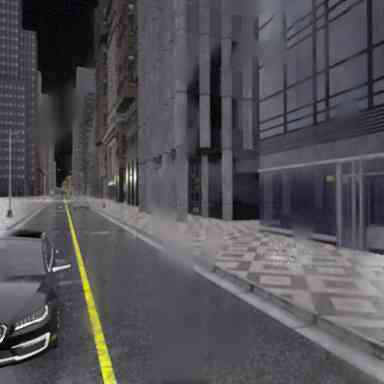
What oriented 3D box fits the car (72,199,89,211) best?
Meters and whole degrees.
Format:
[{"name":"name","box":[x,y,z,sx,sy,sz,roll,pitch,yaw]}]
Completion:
[{"name":"car","box":[-13.940,1.572,41.770,2.033,1.411,5.357,0,0,-21]}]

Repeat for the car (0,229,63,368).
[{"name":"car","box":[-3.343,1.508,5.908,1.837,1.490,4.892,0,0,-21]}]
